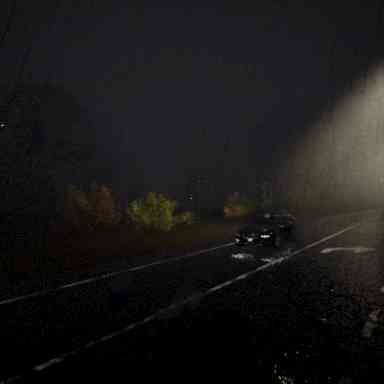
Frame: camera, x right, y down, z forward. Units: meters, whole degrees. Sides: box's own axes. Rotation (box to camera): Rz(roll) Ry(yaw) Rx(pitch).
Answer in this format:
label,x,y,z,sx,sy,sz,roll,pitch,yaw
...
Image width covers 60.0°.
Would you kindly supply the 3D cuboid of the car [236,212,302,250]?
label,x,y,z,sx,sy,sz,roll,pitch,yaw
car,3.819,1.782,16.000,1.837,1.490,4.892,-2,-1,35
